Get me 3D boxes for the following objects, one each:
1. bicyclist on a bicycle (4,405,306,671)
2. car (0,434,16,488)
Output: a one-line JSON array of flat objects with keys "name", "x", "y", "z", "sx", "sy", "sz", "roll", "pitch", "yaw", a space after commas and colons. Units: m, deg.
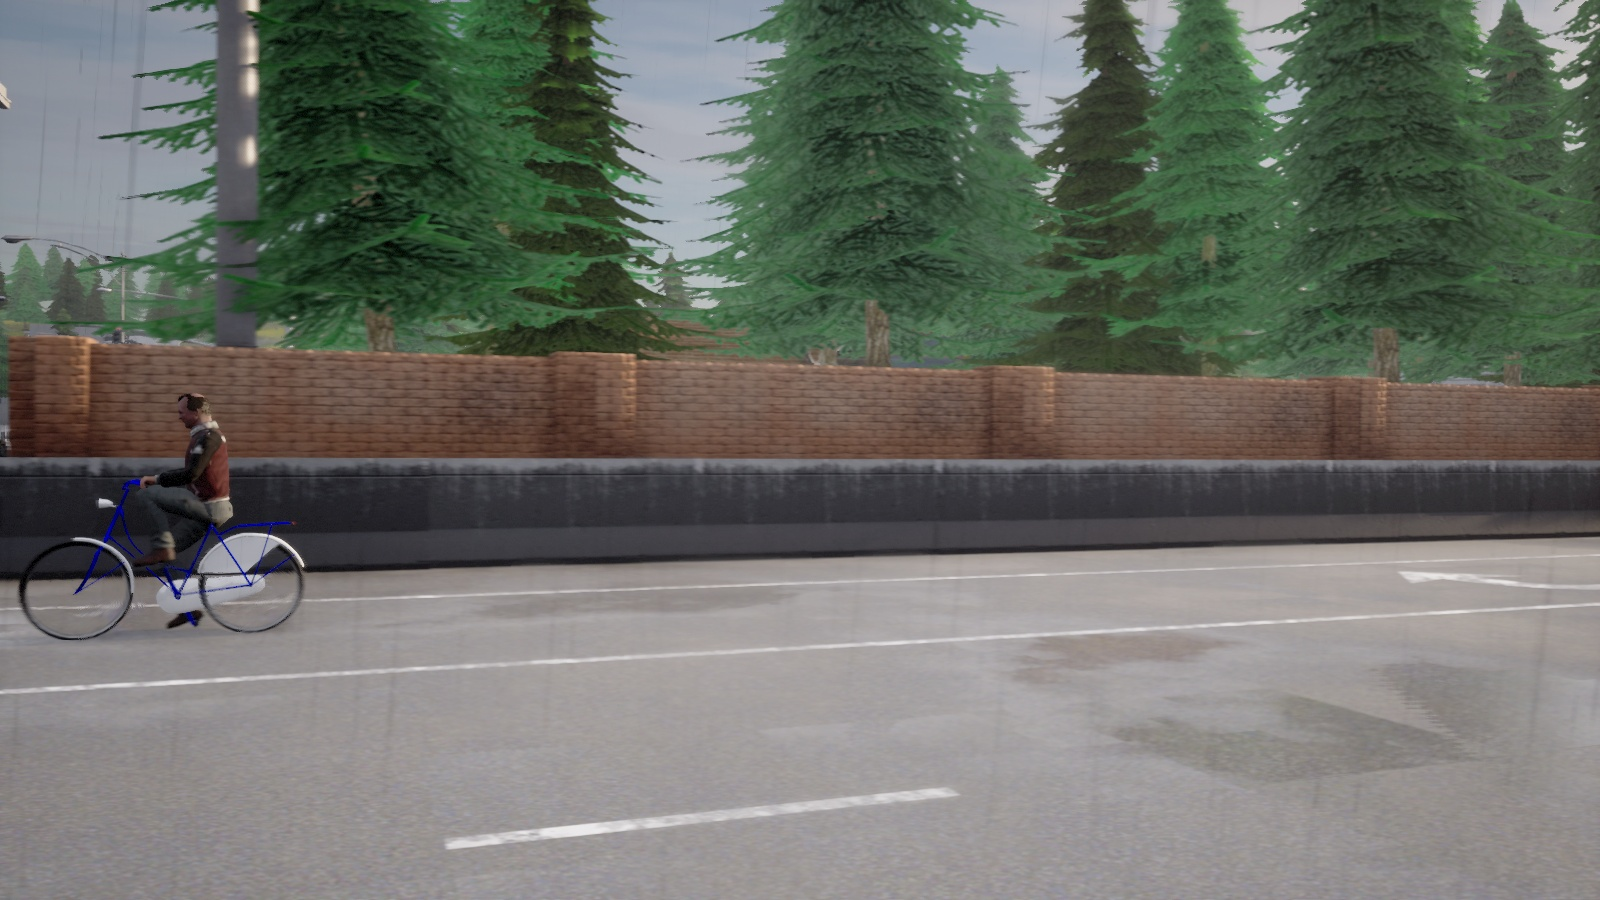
[{"name": "bicyclist on a bicycle", "x": -4.544, "y": 0.571, "z": 9.000, "sx": 1.843, "sy": 1.776, "sz": 0.659, "roll": -1, "pitch": 1, "yaw": -21}, {"name": "car", "x": -25.687, "y": 0.363, "z": 38.291, "sx": 2.033, "sy": 1.649, "sz": 4.856, "roll": -1, "pitch": 1, "yaw": -20}]
